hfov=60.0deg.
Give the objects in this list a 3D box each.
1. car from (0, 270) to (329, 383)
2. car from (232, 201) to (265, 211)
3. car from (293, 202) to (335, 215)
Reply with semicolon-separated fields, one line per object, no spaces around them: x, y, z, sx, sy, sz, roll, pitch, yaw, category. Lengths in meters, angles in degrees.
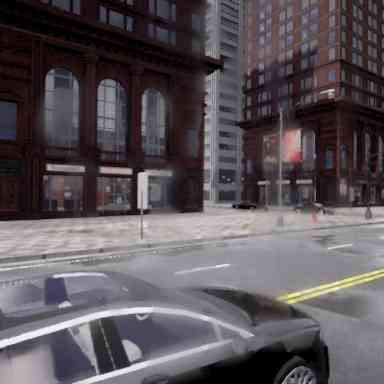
-0.778;1.495;2.889;4.902;1.511;2.128;0;0;-35;car
7.623;1.911;44.980;1.895;1.301;4.718;1;-1;-35;car
13.438;1.790;36.807;1.812;1.442;4.674;1;-1;-36;car
